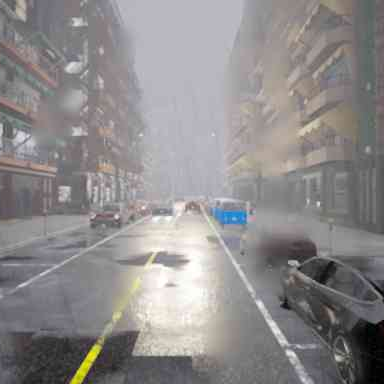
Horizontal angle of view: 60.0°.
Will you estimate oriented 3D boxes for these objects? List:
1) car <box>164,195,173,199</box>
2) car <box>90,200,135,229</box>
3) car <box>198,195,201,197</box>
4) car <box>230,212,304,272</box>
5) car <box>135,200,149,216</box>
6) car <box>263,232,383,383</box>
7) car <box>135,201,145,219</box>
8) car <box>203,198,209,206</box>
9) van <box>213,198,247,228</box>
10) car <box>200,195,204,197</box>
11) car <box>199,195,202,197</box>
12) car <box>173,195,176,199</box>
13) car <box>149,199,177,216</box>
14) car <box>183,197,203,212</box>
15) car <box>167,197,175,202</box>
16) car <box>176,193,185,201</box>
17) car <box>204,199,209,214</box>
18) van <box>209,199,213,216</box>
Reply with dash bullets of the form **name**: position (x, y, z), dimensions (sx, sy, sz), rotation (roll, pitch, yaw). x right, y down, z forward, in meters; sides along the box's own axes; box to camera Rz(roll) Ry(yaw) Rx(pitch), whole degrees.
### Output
- **car**: position (-5.322, 1.717, 67.181), dimensions (1.752, 1.417, 4.829), rotation (1, 0, 0)
- **car**: position (-5.308, 1.500, 21.984), dimensions (1.967, 1.590, 4.097), rotation (1, 0, 0)
- **car**: position (2.561, 1.798, 84.393), dimensions (2.008, 1.369, 4.403), rotation (1, 0, 0)
- **car**: position (2.573, 1.580, 10.673), dimensions (2.008, 1.369, 4.403), rotation (1, 0, 0)
- **car**: position (-5.309, 1.532, 33.326), dimensions (1.967, 1.590, 4.097), rotation (1, 0, 0)
- **car**: position (2.574, 1.580, 5.003), dimensions (1.947, 1.339, 4.313), rotation (1, 0, 0)
- **car**: position (-5.310, 1.658, 27.654), dimensions (1.802, 1.307, 4.206), rotation (1, 0, 0)
- **car**: position (2.569, 1.653, 39.027), dimensions (1.887, 1.381, 4.507), rotation (1, 0, 0)
- **van**: position (2.574, 1.401, 22.016), dimensions (1.690, 1.788, 3.998), rotation (1, 0, 0)
- **car**: position (2.566, 1.684, 56.209), dimensions (1.752, 1.417, 4.829), rotation (1, 0, 0)
- **car**: position (2.564, 1.757, 61.710), dimensions (1.802, 1.307, 4.206), rotation (1, 0, 0)
- **car**: position (-5.323, 1.526, 73.022), dimensions (2.192, 1.841, 5.009), rotation (1, 0, 0)
- **car**: position (-2.850, 1.656, 33.360), dimensions (1.994, 1.385, 4.181), rotation (0, 0, 0)
- **car**: position (0.094, 1.640, 41.212), dimensions (1.812, 1.442, 4.674), rotation (0, 0, 0)
- **car**: position (-5.298, 1.829, 84.363), dimensions (1.802, 1.307, 4.206), rotation (1, 0, 0)
- **car**: position (-2.761, 1.321, 74.899), dimensions (2.150, 2.045, 5.566), rotation (0, 0, 0)
- **car**: position (2.569, 1.658, 33.356), dimensions (1.947, 1.339, 4.313), rotation (1, 0, 0)
- **van**: position (2.573, 1.417, 27.687), dimensions (1.690, 1.788, 3.998), rotation (1, 0, 0)
